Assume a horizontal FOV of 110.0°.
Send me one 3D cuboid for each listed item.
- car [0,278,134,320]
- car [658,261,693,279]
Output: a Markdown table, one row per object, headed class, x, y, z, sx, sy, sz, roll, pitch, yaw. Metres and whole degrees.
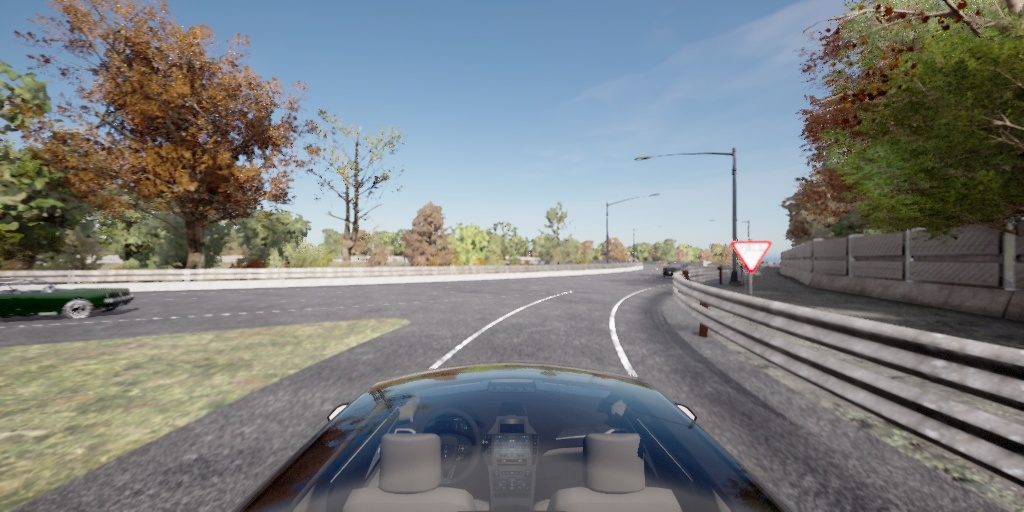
| class | x | y | z | sx | sy | sz | roll | pitch | yaw |
| --- | --- | --- | --- | --- | --- | --- | --- | --- | --- |
| car | -15.677 | 1.377 | 11.522 | 4.718 | 1.301 | 1.895 | 0 | 0 | -29 |
| car | 17.227 | 1.511 | 37.141 | 1.882 | 1.535 | 5.008 | 0 | 0 | 42 |
